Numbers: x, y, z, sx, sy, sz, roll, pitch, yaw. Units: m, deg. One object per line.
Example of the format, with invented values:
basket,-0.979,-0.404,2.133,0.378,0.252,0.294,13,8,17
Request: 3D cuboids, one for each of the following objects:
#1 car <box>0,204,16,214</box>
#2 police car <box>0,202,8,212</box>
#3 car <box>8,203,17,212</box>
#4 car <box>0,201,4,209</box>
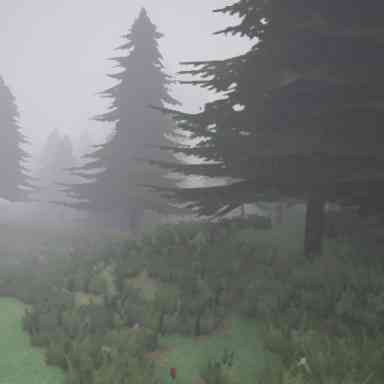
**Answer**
car,-29.767,2.663,53.990,1.837,1.490,4.892,2,-2,-24
police car,-23.549,2.279,39.168,1.930,1.638,5.238,2,-2,-21
car,-27.307,2.398,48.410,2.097,1.767,4.553,2,-2,-23
car,-42.137,2.786,70.971,4.892,1.490,1.837,-1,-1,36
